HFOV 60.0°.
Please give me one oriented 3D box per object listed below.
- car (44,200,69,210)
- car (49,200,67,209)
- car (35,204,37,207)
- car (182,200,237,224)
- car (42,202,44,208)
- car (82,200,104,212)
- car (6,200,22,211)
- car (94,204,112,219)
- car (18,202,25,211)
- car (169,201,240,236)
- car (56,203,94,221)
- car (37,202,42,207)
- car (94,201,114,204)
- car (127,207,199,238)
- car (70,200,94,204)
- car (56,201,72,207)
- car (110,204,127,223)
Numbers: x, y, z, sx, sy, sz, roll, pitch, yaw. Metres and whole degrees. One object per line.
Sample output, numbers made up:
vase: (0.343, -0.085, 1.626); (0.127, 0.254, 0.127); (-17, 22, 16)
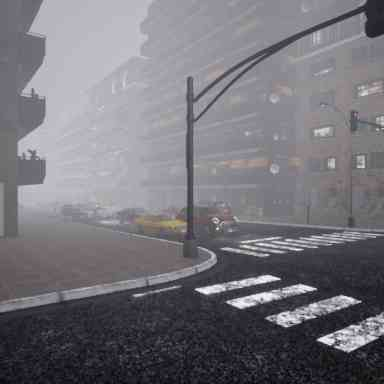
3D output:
car: (-25.240, 2.506, 62.035); (2.097, 1.767, 4.553); (0, -1, -40)
car: (-28.563, 2.623, 70.813); (2.192, 1.841, 5.009); (-1, 0, -36)
car: (-38.543, 3.168, 84.558); (1.947, 1.339, 4.313); (-1, 0, -36)
car: (1.408, 1.713, 29.585); (2.192, 1.841, 5.009); (-1, 0, -36)
car: (-31.887, 2.973, 75.393); (1.947, 1.339, 4.313); (-1, 0, -36)
car: (-16.467, 2.307, 54.978); (2.097, 1.767, 4.553); (0, -1, -36)
car: (-35.279, 2.639, 65.855); (2.192, 1.841, 5.009); (-1, 0, -36)
car: (-10.316, 2.228, 35.962); (1.895, 1.301, 4.718); (0, -1, -36)
car: (-31.944, 2.770, 61.275); (1.887, 1.381, 4.507); (-1, 0, -36)
car: (0.858, 1.635, 20.593); (2.097, 1.767, 4.553); (0, -1, -36)
car: (-11.962, 2.163, 33.788); (1.887, 1.381, 4.507); (-1, 0, -36)
car: (-35.218, 3.049, 79.975); (1.887, 1.381, 4.507); (-1, 0, -36)
car: (-12.449, 2.290, 49.514); (1.801, 1.575, 5.366); (0, -1, -36)
car: (-1.871, 1.833, 19.907); (1.752, 1.417, 4.829); (-1, 0, -36)
car: (-16.765, 2.399, 50.264); (1.837, 1.490, 4.892); (0, -1, -36)
car: (-16.184, 2.332, 44.091); (1.812, 1.442, 4.674); (0, -1, -36)
car: (-4.724, 2.003, 28.258); (2.033, 1.411, 5.357); (0, -1, -36)
